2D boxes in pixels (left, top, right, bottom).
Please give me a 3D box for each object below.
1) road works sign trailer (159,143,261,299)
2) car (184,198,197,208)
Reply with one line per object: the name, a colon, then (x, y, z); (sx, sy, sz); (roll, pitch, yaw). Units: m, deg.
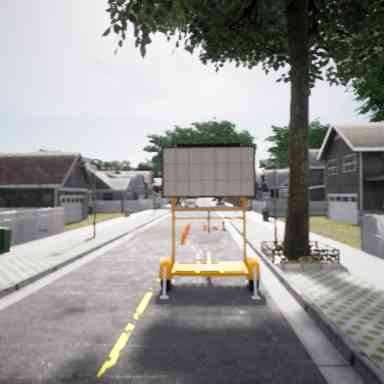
road works sign trailer: (0.434, 0.550, 8.666); (2.380, 3.560, 2.880); (0, -1, 2)
car: (-0.245, 1.768, 59.331); (2.150, 2.045, 5.566); (0, -1, 2)
